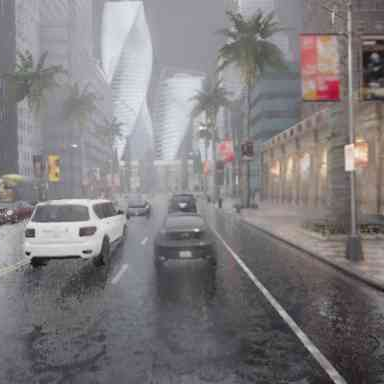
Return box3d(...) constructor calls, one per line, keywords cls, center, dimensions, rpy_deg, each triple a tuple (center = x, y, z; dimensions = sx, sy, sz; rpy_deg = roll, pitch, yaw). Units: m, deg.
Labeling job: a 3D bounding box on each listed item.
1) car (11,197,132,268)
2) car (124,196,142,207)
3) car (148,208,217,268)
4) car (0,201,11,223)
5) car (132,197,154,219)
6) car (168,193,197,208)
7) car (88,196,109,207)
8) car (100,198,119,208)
box3d(cls="car", center=(-3.749, 1.249, 11.707), dimensions=(2.150, 2.045, 5.566), rpy_deg=(-1, 1, -1))
box3d(cls="car", center=(-8.965, 1.458, 50.904), dimensions=(2.128, 1.511, 4.902), rpy_deg=(-1, 0, -2))
box3d(cls="car", center=(-0.231, 1.457, 11.232), dimensions=(1.837, 1.490, 4.892), rpy_deg=(-1, -1, -1))
box3d(cls="car", center=(-14.436, 1.529, 26.688), dimensions=(2.185, 1.767, 4.553), rpy_deg=(-1, 0, -2))
box3d(cls="car", center=(-4.316, 1.461, 27.909), dimensions=(2.128, 1.511, 4.902), rpy_deg=(-1, 0, -2))
box3d(cls="car", center=(-0.785, 1.126, 27.075), dimensions=(2.150, 2.045, 5.566), rpy_deg=(-1, 1, -2))
box3d(cls="car", center=(-15.712, 1.558, 56.036), dimensions=(2.231, 1.521, 4.892), rpy_deg=(-1, 0, -2))
box3d(cls="car", center=(-12.439, 1.601, 50.342), dimensions=(1.994, 1.385, 4.181), rpy_deg=(-1, 0, -2))
